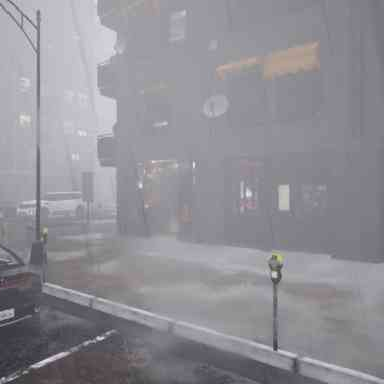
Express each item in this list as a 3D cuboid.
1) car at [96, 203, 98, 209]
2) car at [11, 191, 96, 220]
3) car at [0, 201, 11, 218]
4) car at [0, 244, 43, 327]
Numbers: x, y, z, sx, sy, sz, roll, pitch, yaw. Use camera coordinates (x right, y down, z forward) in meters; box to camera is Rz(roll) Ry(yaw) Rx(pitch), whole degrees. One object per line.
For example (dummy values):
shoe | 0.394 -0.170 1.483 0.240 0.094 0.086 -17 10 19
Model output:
car | -10.889 1.250 30.549 1.752 1.417 4.829 1 1 35
car | -10.741 0.994 26.274 2.150 2.045 5.566 0 1 35
car | -13.991 1.350 26.132 2.008 1.369 4.403 1 1 35
car | -4.485 1.551 6.095 4.403 1.369 2.008 0 0 36
